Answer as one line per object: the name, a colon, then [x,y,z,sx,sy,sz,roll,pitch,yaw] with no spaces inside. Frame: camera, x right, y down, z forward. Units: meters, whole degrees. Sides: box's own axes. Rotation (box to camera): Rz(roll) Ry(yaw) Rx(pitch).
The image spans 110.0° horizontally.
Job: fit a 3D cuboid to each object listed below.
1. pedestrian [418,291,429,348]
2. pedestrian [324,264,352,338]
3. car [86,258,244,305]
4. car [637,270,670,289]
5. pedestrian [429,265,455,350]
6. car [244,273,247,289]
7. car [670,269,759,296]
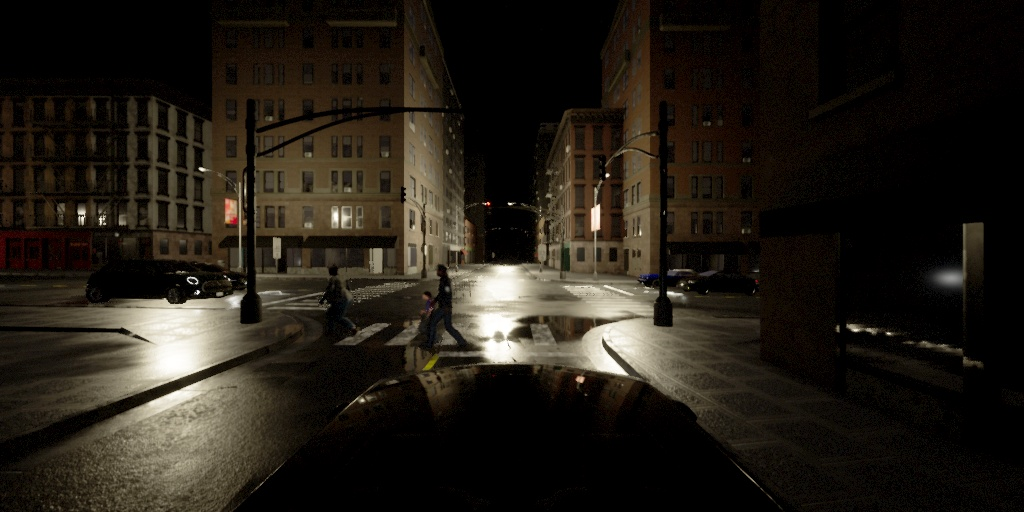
pedestrian: [-1.837,1.320,8.081,0.375,1.300,0.375,0,0,0]
pedestrian: [-4.204,1.040,8.683,0.375,1.860,0.375,0,0,0]
car: [-13.877,0.907,14.342,4.553,1.767,2.097,1,0,1]
car: [11.032,1.549,24.233,4.718,1.301,1.895,1,0,0]
pedestrian: [-1.458,1.043,7.480,0.375,1.860,0.375,0,0,0]
car: [-15.488,1.030,17.635,4.892,1.490,1.837,1,0,0]
car: [11.951,1.528,20.980,4.181,1.385,1.994,1,0,0]
